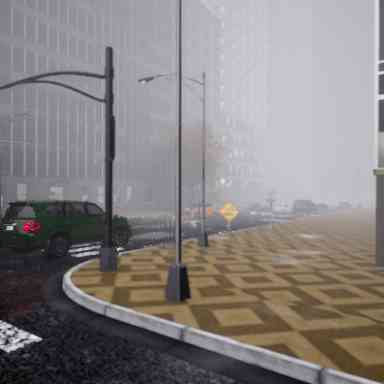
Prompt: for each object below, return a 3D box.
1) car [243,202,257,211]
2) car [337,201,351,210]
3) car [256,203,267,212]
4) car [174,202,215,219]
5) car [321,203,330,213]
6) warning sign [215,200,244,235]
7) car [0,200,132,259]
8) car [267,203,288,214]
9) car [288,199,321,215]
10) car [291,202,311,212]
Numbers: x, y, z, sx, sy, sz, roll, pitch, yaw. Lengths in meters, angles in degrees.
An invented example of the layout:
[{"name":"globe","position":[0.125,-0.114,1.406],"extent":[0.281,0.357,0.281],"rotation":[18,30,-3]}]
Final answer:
[{"name":"car","position":[10.001,2.417,54.735],"extent":[1.812,1.442,4.674],"rotation":[0,-1,33]},{"name":"car","position":[30.461,2.615,66.407],"extent":[2.097,1.767,4.553],"rotation":[0,-1,33]},{"name":"car","position":[12.602,2.407,52.776],"extent":[2.033,1.411,5.357],"rotation":[0,-1,33]},{"name":"car","position":[0.563,1.820,34.244],"extent":[2.097,1.767,4.553],"rotation":[0,-1,33]},{"name":"car","position":[20.905,2.488,53.662],"extent":[1.837,1.490,4.892],"rotation":[0,-1,33]},{"name":"warning sign","position":[2.158,1.421,19.234],"extent":[1.300,1.860,1.060],"rotation":[2,1,33]},{"name":"car","position":[-4.844,1.359,13.567],"extent":[2.150,2.045,5.566],"rotation":[0,-1,28]},{"name":"car","position":[12.627,2.313,46.723],"extent":[1.812,1.442,4.674],"rotation":[0,-1,33]},{"name":"car","position":[15.167,2.018,44.682],"extent":[2.150,2.045,5.566],"rotation":[0,-1,35]},{"name":"car","position":[18.173,2.445,55.421],"extent":[1.882,1.535,5.008],"rotation":[0,-1,33]}]
